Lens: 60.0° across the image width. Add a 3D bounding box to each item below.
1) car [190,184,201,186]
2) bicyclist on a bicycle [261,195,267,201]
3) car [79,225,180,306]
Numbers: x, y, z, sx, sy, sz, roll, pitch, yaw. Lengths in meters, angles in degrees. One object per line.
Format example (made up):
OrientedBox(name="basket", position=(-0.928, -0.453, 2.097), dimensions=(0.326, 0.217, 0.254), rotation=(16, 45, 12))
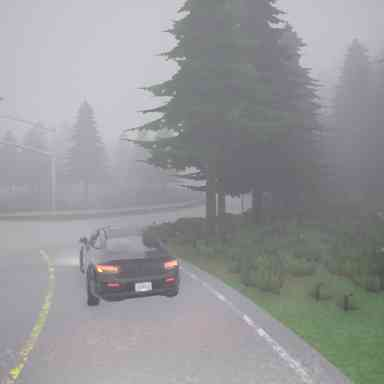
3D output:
OrientedBox(name="car", position=(0.647, -1.747, 69.712), dimensions=(1.994, 1.385, 4.181), rotation=(0, 5, -5))
OrientedBox(name="bicyclist on a bicycle", position=(6.342, 0.894, 30.365), dimensions=(1.656, 1.620, 0.582), rotation=(-13, -4, 35))
OrientedBox(name="car", position=(-1.674, 1.526, 8.095), dimensions=(1.812, 1.442, 4.674), rotation=(0, 0, -21))
